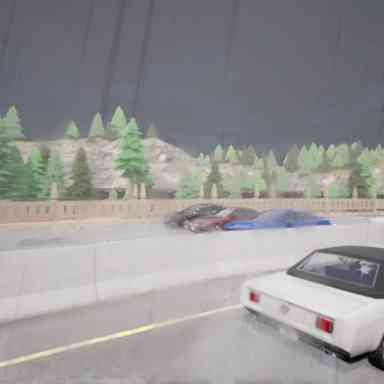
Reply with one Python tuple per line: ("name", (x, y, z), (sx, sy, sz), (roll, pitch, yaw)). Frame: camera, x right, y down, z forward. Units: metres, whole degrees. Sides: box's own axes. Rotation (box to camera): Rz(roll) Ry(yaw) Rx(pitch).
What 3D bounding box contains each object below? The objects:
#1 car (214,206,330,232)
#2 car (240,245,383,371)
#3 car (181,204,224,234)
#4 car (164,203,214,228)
("car", (3.654, 1.465, 14.115), (5.008, 1.535, 1.882), (0, 0, -28))
("car", (3.187, 1.597, 5.620), (4.718, 1.301, 1.895), (0, 0, -32))
("car", (2.083, 1.505, 17.217), (4.674, 1.442, 1.812), (0, 0, -28))
("car", (0.662, 1.476, 20.421), (4.892, 1.490, 1.837), (0, 0, -28))
